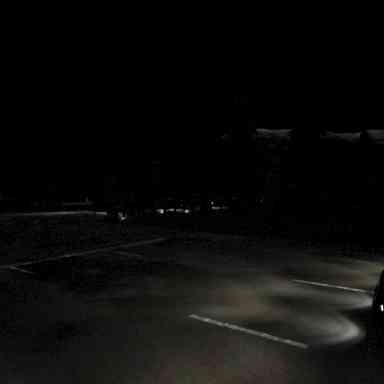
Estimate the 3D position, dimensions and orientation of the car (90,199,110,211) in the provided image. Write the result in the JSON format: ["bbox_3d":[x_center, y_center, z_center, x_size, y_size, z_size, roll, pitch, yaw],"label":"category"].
[{"bbox_3d":[-9.238,1.494,38.316,1.895,1.301,4.718,0,0,43],"label":"car"}]

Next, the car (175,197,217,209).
[{"bbox_3d":[0.567,1.421,43.002,4.892,1.490,1.837,0,0,-41],"label":"car"}]

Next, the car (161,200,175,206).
[{"bbox_3d":[-2.785,1.425,44.691,4.674,1.442,1.812,0,0,-42],"label":"car"}]

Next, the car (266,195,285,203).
[{"bbox_3d":[12.727,1.278,55.858,4.553,1.767,2.097,0,0,-28],"label":"car"}]

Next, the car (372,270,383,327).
[{"bbox_3d":[5.100,1.352,4.607,4.553,1.767,2.097,0,0,36],"label":"car"}]

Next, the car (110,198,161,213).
[{"bbox_3d":[-6.080,1.414,36.510,1.837,1.490,4.892,0,0,43],"label":"car"}]

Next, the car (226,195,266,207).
[{"bbox_3d":[7.948,1.419,48.737,4.902,1.511,2.128,0,0,-35],"label":"car"}]

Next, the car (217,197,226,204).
[{"bbox_3d":[4.615,1.458,50.789,5.357,1.411,2.033,0,0,-37],"label":"car"}]
